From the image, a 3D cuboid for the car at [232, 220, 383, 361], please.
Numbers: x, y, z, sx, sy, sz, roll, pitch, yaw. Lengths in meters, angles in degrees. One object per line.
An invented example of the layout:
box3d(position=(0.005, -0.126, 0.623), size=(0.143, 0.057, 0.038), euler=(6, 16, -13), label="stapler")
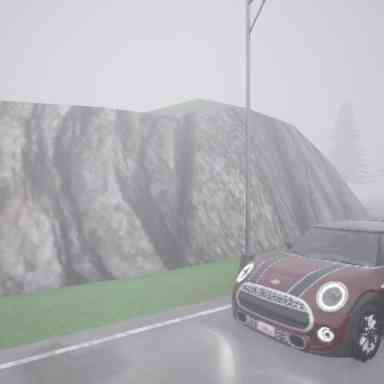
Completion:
box3d(position=(2.885, 1.352, 6.044), size=(4.553, 1.767, 2.097), euler=(0, 0, -35), label="car")
